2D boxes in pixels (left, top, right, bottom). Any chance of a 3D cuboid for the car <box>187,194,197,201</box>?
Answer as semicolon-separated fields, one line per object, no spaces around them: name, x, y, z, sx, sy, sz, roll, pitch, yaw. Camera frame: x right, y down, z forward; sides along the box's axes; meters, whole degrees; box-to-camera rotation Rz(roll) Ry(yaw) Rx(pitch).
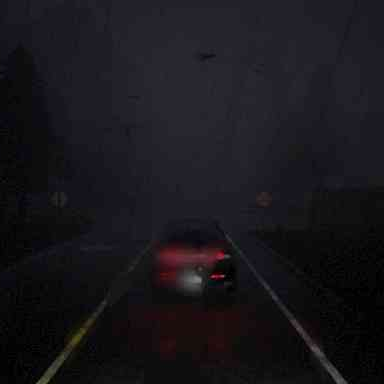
car;-0.001;1.081;69.959;2.128;1.511;4.902;0;0;0

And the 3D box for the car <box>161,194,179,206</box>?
car;-3.582;1.358;50.908;2.033;1.411;5.357;0;0;0

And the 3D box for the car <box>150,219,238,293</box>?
car;0.054;1.459;8.729;2.128;1.511;4.902;0;0;0
